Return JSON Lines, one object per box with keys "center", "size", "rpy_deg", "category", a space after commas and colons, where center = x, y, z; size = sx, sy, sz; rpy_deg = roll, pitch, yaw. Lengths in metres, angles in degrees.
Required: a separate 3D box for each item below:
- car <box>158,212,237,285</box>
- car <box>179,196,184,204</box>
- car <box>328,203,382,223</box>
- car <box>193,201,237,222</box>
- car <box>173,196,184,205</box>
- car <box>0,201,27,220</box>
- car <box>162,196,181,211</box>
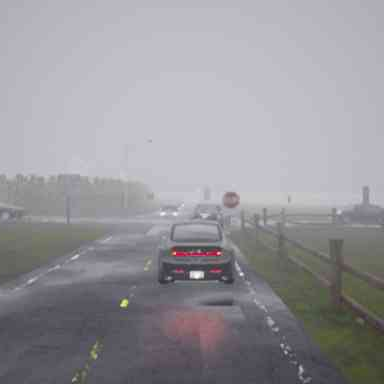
{"center": [0.104, 1.548, 9.586], "size": [1.837, 1.490, 4.892], "rpy_deg": [0, 0, 0], "category": "car"}
{"center": [-2.821, 1.728, 55.110], "size": [1.882, 1.535, 5.008], "rpy_deg": [0, 0, 0], "category": "car"}
{"center": [14.322, 1.777, 28.956], "size": [4.553, 1.767, 2.097], "rpy_deg": [1, -1, 0], "category": "car"}
{"center": [1.396, 1.450, 20.855], "size": [2.097, 1.767, 4.553], "rpy_deg": [0, 0, 18], "category": "car"}
{"center": [-2.744, 1.668, 69.137], "size": [2.097, 1.767, 4.553], "rpy_deg": [0, 0, 0], "category": "car"}
{"center": [-15.525, 1.331, 25.881], "size": [5.008, 1.535, 1.882], "rpy_deg": [1, -1, 1], "category": "car"}
{"center": [-2.831, 1.675, 43.503], "size": [1.882, 1.535, 5.008], "rpy_deg": [0, 0, 0], "category": "car"}
